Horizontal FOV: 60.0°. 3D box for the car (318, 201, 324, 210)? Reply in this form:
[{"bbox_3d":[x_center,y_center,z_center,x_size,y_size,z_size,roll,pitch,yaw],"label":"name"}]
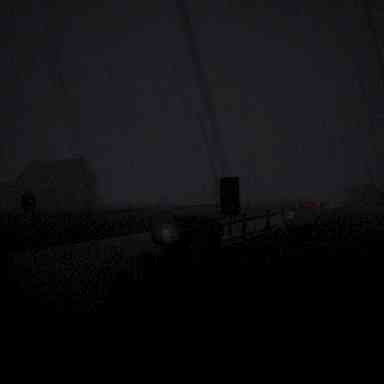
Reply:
[{"bbox_3d":[19.274,2.039,51.684,1.812,1.442,4.674,0,-1,28],"label":"car"}]

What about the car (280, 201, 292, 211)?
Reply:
[{"bbox_3d":[14.097,2.024,47.839,2.033,1.411,5.357,0,-1,28],"label":"car"}]

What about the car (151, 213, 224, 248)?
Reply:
[{"bbox_3d":[-0.089,1.674,15.508,1.994,1.385,4.181,0,-1,28],"label":"car"}]

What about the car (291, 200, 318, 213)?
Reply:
[{"bbox_3d":[14.460,1.942,42.581,1.812,1.442,4.674,0,-1,29],"label":"car"}]
